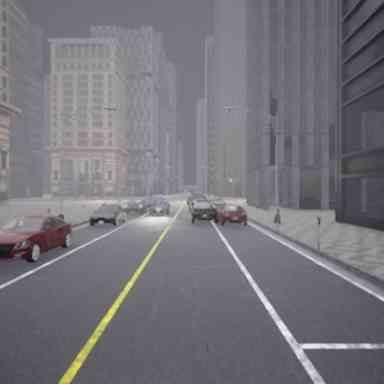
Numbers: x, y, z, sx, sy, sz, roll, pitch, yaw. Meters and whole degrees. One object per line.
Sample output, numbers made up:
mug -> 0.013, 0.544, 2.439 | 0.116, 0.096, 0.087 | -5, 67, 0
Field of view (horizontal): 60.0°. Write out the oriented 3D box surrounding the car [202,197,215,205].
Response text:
car -> 2.758, 1.494, 57.111 | 2.008, 1.369, 4.403 | 0, 0, 0

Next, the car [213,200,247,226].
car -> 2.759, 1.528, 23.267 | 1.887, 1.381, 4.507 | 0, 0, 0

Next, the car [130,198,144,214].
car -> -5.767, 1.413, 34.545 | 1.967, 1.590, 4.097 | 0, 0, 0

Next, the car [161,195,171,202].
car -> -5.768, 1.466, 74.033 | 2.008, 1.369, 4.403 | 0, 0, 0

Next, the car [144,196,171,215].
car -> -3.098, 1.466, 33.143 | 2.128, 1.511, 4.902 | 0, 0, 0

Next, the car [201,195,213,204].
car -> 2.757, 1.375, 62.752 | 1.967, 1.590, 4.097 | 0, 0, 0

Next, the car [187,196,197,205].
car -> -0.003, 1.446, 58.560 | 1.837, 1.490, 4.892 | 0, 0, 0

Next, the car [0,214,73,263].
car -> -5.766, 1.536, 11.982 | 1.887, 1.381, 4.507 | 0, 0, 0

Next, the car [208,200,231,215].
car -> 2.758, 1.524, 34.548 | 2.008, 1.369, 4.403 | 0, 0, 0

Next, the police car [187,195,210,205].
police car -> 0.771, 1.398, 35.084 | 1.930, 1.638, 5.238 | 0, 0, -2

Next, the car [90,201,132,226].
car -> -5.767, 1.549, 23.264 | 1.947, 1.339, 4.313 | 0, 0, 0

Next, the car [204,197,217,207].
car -> 2.758, 1.477, 51.640 | 1.752, 1.417, 4.829 | 0, 0, 0

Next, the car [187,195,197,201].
car -> -0.003, 1.313, 74.640 | 1.994, 1.385, 4.181 | 0, 0, 0

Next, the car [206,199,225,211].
car -> 2.758, 1.533, 40.189 | 1.947, 1.339, 4.313 | 0, 0, 0

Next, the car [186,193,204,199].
car -> 0.674, 1.189, 41.032 | 2.150, 2.045, 5.566 | 0, 0, 0

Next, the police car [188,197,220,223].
police car -> 0.886, 1.409, 25.112 | 1.930, 1.638, 5.238 | 0, 0, 0

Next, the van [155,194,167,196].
van -> -5.768, 1.285, 57.109 | 1.690, 1.788, 3.998 | 0, 0, 0

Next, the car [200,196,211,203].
car -> 2.757, 1.476, 68.393 | 2.008, 1.369, 4.403 | 0, 0, 0
